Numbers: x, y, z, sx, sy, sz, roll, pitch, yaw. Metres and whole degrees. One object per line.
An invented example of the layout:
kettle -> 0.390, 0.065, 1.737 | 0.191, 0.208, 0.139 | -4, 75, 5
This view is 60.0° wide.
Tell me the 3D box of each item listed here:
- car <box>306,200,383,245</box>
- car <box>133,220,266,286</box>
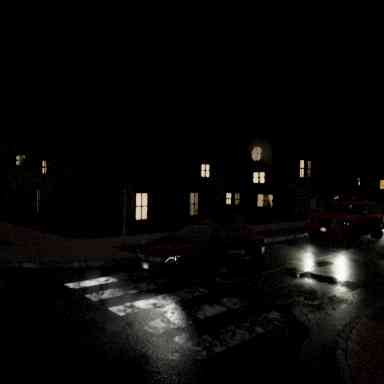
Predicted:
car -> 8.166, 1.470, 17.422 | 5.566, 2.045, 2.150 | 2, 0, -43
car -> 0.459, 1.586, 9.900 | 1.812, 1.442, 4.674 | 2, 1, 43
